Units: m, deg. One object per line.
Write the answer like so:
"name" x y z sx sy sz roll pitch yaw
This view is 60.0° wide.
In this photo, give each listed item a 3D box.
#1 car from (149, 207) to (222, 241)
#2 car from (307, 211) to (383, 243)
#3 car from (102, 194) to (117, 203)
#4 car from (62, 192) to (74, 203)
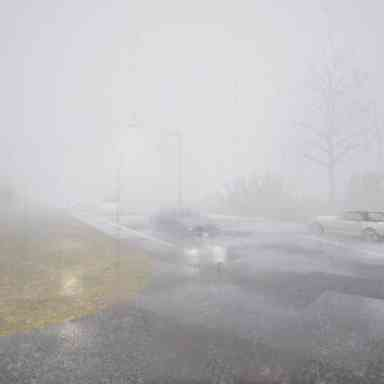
"car" -0.574 1.489 16.963 2.033 1.411 5.357 0 0 -27
"car" 7.845 1.543 15.898 1.895 1.301 4.718 0 0 -27
"car" -15.118 1.180 60.692 1.882 1.535 5.008 0 0 -27
"car" -23.088 1.224 62.021 1.812 1.442 4.674 0 1 -22
